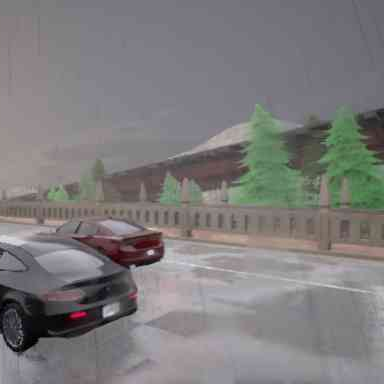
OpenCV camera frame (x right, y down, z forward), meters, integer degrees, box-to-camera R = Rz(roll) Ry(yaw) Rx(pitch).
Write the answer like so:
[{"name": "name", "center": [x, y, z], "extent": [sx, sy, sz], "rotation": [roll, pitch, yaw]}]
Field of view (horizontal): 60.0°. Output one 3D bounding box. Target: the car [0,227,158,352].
[{"name": "car", "center": [-3.045, 1.546, 6.161], "extent": [4.674, 1.442, 1.812], "rotation": [0, 0, 35]}]

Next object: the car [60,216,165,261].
[{"name": "car", "center": [-3.145, 1.507, 10.529], "extent": [5.008, 1.535, 1.882], "rotation": [0, 0, 35]}]
